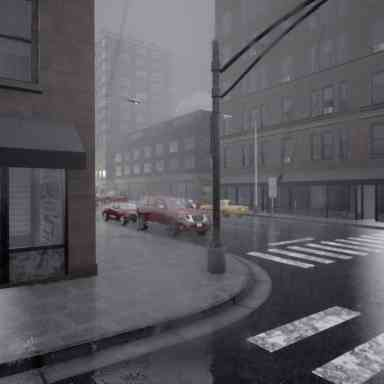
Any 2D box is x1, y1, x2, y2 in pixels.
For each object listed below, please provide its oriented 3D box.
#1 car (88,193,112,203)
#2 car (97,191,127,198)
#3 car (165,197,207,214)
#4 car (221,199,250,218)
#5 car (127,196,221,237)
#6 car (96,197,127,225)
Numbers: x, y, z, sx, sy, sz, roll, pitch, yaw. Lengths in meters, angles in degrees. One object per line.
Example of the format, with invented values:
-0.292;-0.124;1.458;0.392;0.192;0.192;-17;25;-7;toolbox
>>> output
-13.495;0.883;48.748;2.008;1.369;4.403;1;0;-36;car
-10.280;0.717;44.304;2.192;1.841;5.009;1;0;-36;car
-0.647;1.204;30.978;1.802;1.307;4.206;1;0;-36;car
2.466;1.222;26.674;1.752;1.417;4.829;1;0;-36;car
-1.132;1.138;17.106;2.192;1.841;5.009;1;0;-36;car
-4.348;1.288;21.548;1.887;1.381;4.507;1;0;-36;car
